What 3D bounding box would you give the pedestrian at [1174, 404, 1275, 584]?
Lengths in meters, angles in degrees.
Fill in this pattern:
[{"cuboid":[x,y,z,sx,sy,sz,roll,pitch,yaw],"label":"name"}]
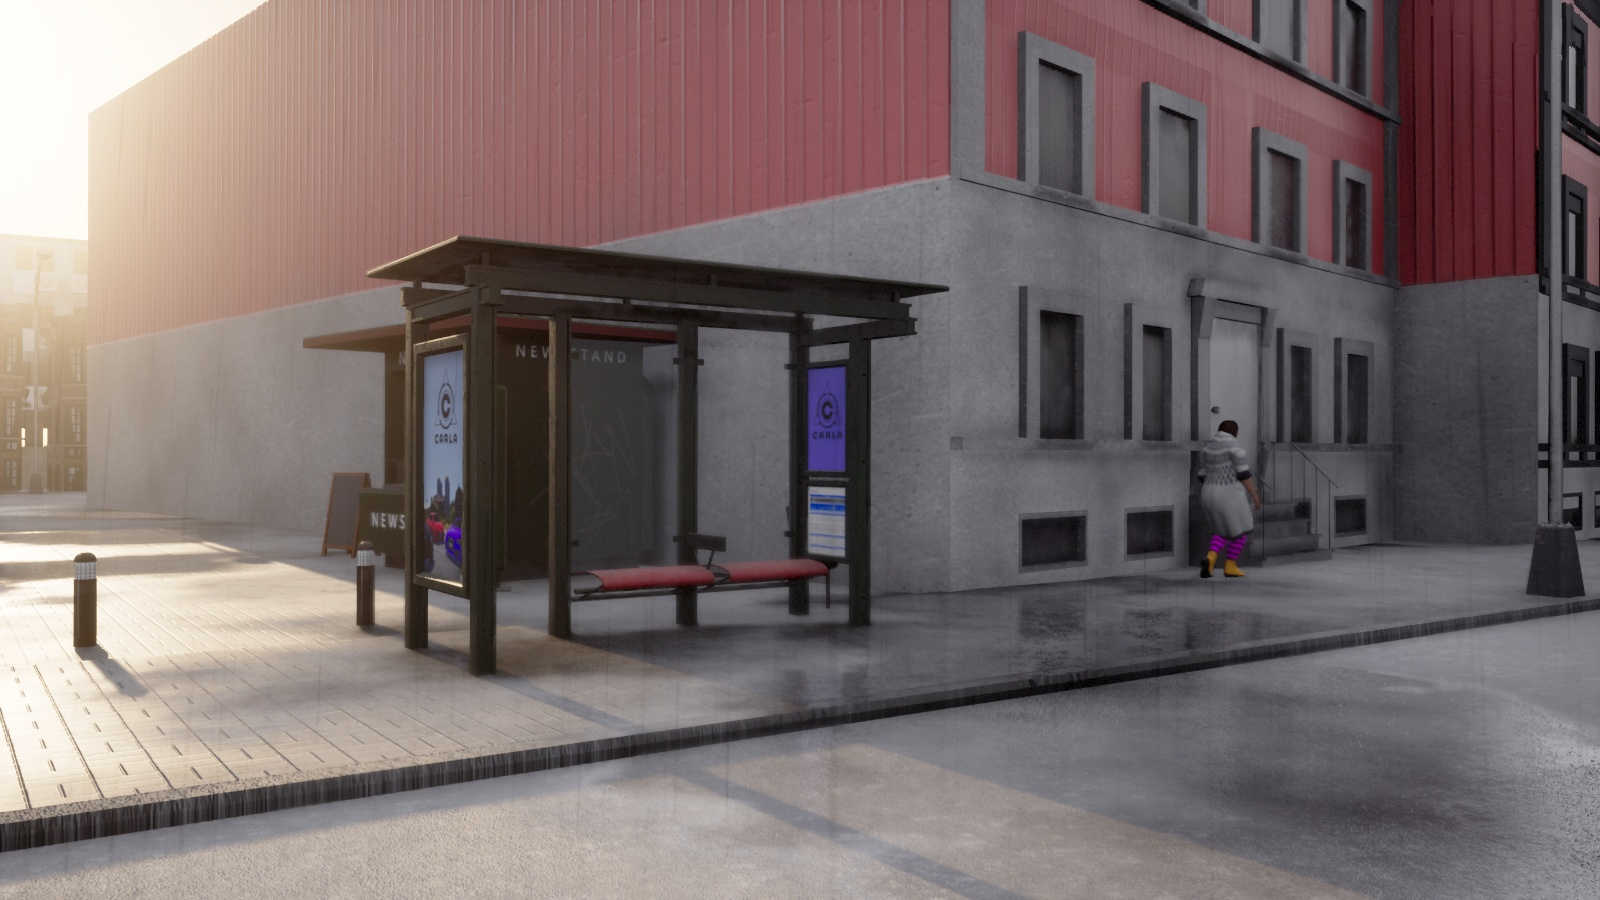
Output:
[{"cuboid":[4.760,0.479,14.087,0.873,1.952,0.659,0,0,-30],"label":"pedestrian"}]
